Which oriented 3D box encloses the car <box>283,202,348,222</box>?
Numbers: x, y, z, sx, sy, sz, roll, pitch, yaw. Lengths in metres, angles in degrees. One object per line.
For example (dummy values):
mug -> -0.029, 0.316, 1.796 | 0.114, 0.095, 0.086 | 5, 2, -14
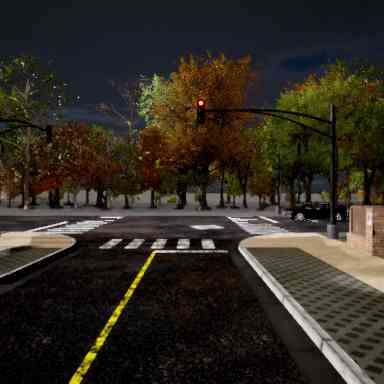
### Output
car -> 9.725, 1.549, 26.348 | 4.892, 1.490, 1.837 | 1, 0, 0
